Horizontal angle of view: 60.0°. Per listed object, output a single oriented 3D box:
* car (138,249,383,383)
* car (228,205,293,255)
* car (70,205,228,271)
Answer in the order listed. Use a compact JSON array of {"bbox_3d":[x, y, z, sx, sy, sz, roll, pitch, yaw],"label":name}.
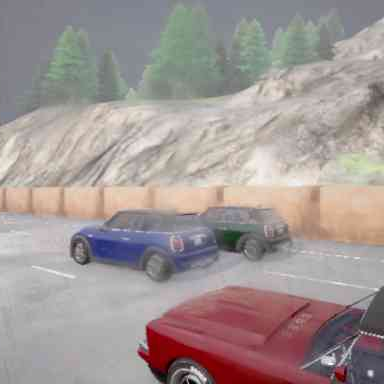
[{"bbox_3d":[1.747,1.577,2.906,4.718,1.301,1.895,0,1,37],"label":"car"},{"bbox_3d":[1.182,1.255,12.025,4.553,1.767,2.097,0,1,37],"label":"car"},{"bbox_3d":[-1.530,1.272,9.687,4.553,1.767,2.097,0,1,37],"label":"car"}]
